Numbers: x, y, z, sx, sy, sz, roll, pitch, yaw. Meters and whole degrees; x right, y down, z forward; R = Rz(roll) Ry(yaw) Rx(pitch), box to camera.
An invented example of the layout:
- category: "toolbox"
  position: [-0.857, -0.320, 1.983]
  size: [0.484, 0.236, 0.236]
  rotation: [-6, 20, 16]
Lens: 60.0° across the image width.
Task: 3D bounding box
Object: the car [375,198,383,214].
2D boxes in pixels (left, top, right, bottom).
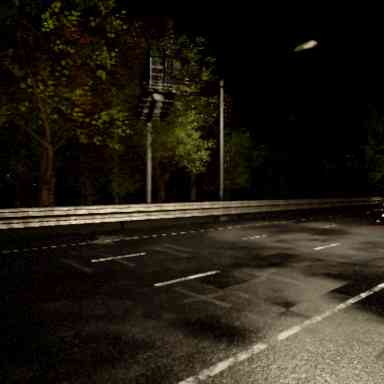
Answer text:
- category: "car"
  position: [20.432, 1.329, 33.258]
  size: [4.902, 1.511, 2.128]
  rotation: [0, 0, -41]

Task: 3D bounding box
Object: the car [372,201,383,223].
- category: "car"
  position: [14.369, 1.363, 23.306]
  size: [5.008, 1.535, 1.882]
  rotation: [0, 1, -41]
